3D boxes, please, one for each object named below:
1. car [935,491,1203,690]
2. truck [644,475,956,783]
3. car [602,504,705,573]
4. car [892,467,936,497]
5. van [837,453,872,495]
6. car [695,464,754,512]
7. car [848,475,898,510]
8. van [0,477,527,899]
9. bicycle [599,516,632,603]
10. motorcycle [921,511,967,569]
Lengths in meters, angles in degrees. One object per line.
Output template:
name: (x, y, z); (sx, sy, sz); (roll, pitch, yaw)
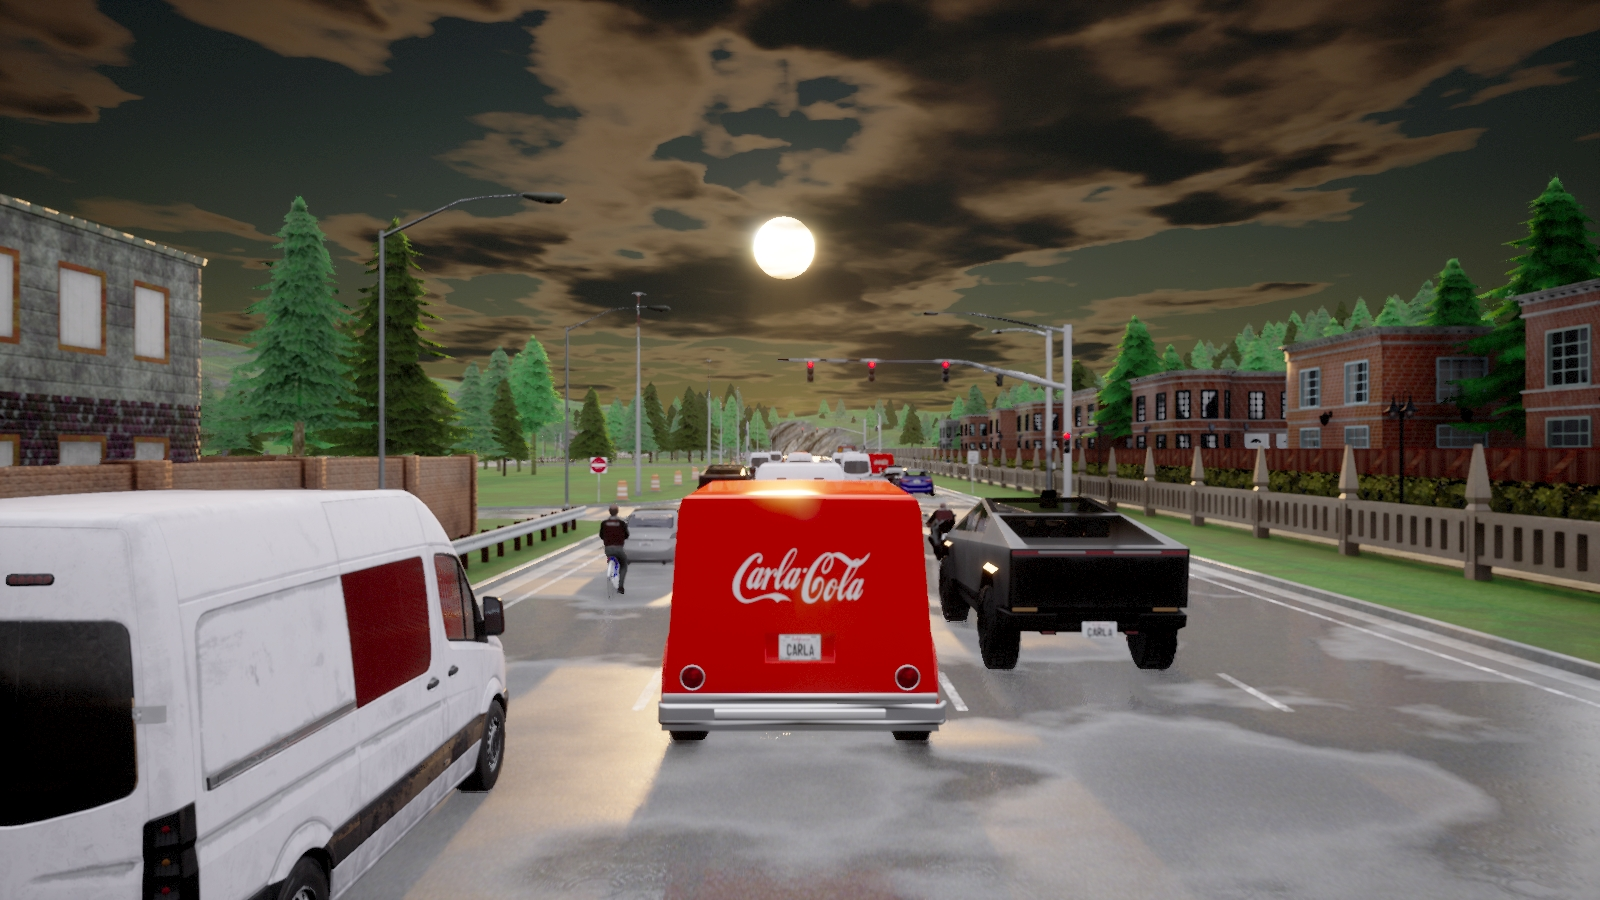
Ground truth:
car: (3.501, 1.749, 16.445); (2.390, 2.098, 6.274); (0, 0, 0)
truck: (0.002, 1.565, 12.224); (2.627, 2.467, 5.204); (0, 0, 0)
car: (-3.503, 2.111, 28.036); (1.994, 1.385, 4.181); (0, 0, 0)
car: (6.999, 1.948, 70.434); (2.242, 1.667, 4.611); (0, 0, 0)
van: (3.495, 1.514, 74.165); (1.988, 2.561, 5.915); (0, 0, 0)
car: (-3.501, 1.739, 54.437); (2.390, 2.098, 6.274); (0, 0, 0)
car: (3.500, 2.019, 55.314); (2.097, 1.535, 5.006); (0, 0, 0)
van: (-3.502, 1.532, 7.533); (1.988, 2.561, 5.915); (0, 0, 0)
bicycle: (-3.500, 2.054, 21.754); (0.329, 1.471, 1.835); (0, 0, 0)
motorcycle: (3.531, 2.197, 28.196); (0.867, 1.251, 2.209); (0, 0, 0)
